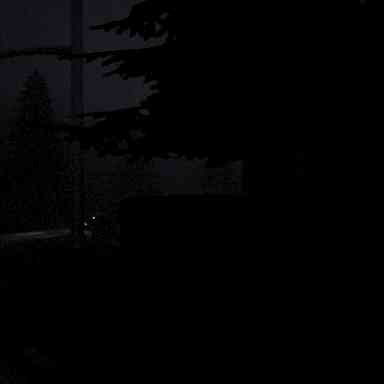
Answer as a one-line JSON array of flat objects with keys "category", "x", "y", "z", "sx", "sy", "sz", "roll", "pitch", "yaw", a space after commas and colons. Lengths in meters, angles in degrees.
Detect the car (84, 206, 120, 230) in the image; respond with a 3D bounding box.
[{"category": "car", "x": -4.994, "y": 1.580, "z": 21.389, "sx": 1.895, "sy": 1.301, "sz": 4.718, "roll": 0, "pitch": 0, "yaw": 36}]
